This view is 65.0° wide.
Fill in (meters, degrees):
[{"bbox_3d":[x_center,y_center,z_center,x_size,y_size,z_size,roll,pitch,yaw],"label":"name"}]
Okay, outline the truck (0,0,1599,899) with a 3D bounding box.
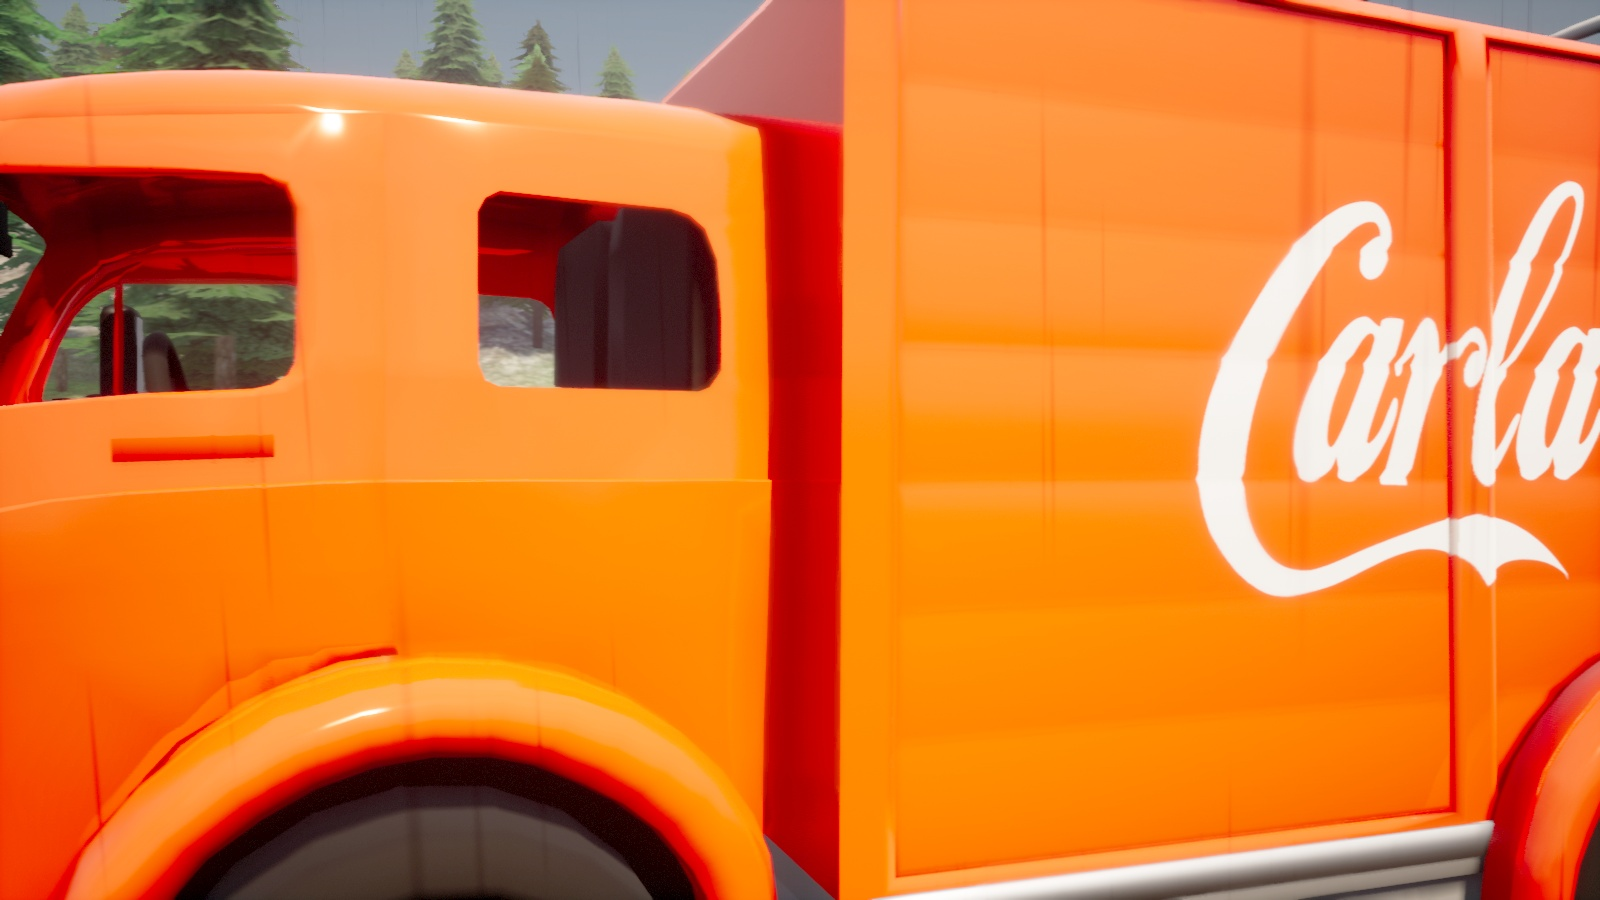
[{"bbox_3d":[0.451,0.245,3.405,5.204,2.467,2.627,-1,1,-21],"label":"truck"}]
